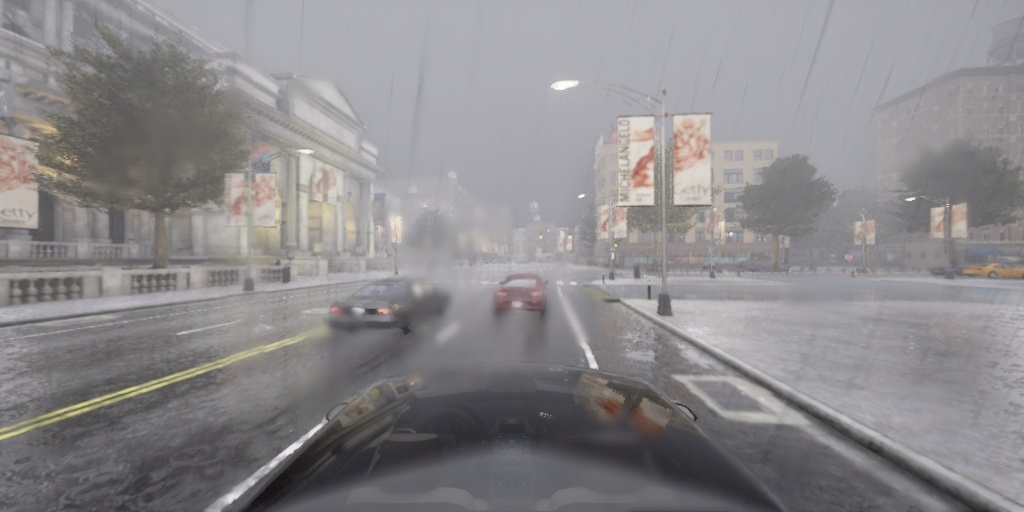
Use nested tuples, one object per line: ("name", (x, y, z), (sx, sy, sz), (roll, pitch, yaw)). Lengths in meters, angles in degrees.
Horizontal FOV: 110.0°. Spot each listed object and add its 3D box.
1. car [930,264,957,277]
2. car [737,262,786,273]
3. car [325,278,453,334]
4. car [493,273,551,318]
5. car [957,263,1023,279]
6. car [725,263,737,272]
("car", (49.552, 1.594, 39.857), (4.181, 1.385, 1.994), (0, 0, 5))
("car", (34.675, 1.642, 49.359), (5.357, 1.411, 2.033), (0, 0, 6))
("car", (-3.332, 1.362, 10.903), (2.033, 1.411, 5.357), (0, 0, 6))
("car", (0.436, 1.358, 13.339), (1.812, 1.442, 4.674), (0, 0, 6))
("car", (49.226, 1.483, 36.373), (5.008, 1.535, 1.882), (0, 0, 5))
("car", (34.182, 1.611, 52.897), (4.902, 1.511, 2.128), (0, 0, 6))
